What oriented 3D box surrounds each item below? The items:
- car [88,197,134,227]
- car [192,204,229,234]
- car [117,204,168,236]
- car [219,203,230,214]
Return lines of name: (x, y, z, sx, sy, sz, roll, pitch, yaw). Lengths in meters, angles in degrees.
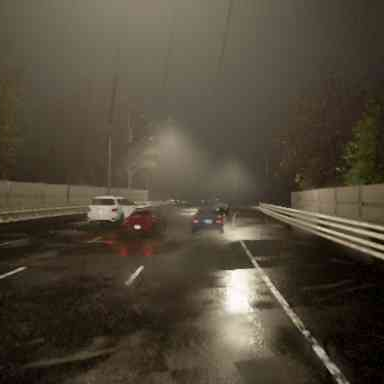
car: (-5.615, 1.353, 24.120, 2.150, 2.045, 5.566, 0, -1, 6)
car: (1.036, 1.655, 20.235, 2.033, 1.411, 5.357, 0, -1, 5)
car: (-2.561, 1.612, 18.995, 1.812, 1.442, 4.674, 0, -1, 4)
car: (3.491, 2.006, 39.546, 1.895, 1.301, 4.718, 0, -1, 9)
